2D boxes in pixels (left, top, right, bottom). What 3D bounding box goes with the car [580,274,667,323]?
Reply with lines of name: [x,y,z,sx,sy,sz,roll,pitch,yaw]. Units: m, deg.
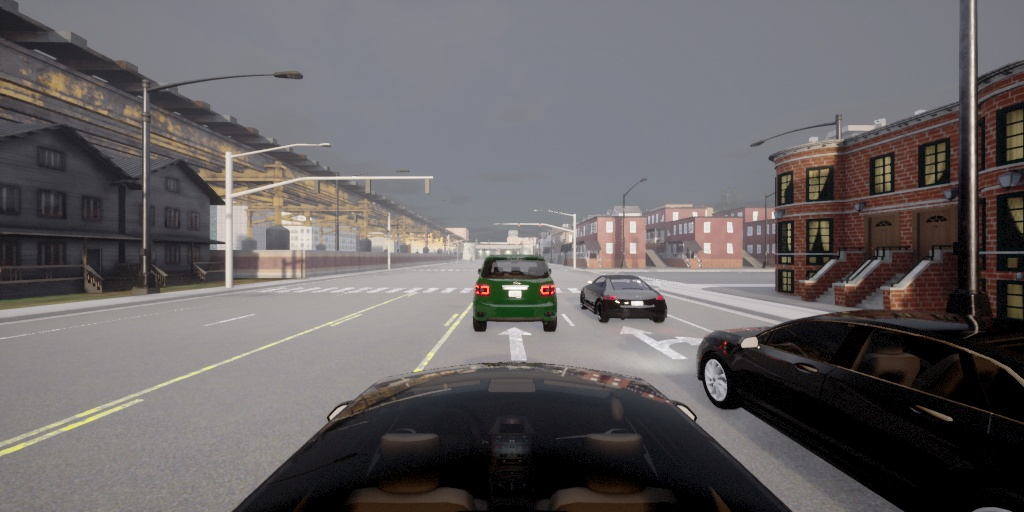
car: [3.582,1.314,12.192,1.994,1.385,4.181,0,0,1]

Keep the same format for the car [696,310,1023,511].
car: [3.599,1.255,3.279,1.837,1.490,4.892,0,0,0]

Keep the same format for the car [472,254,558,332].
car: [0.083,0.971,11.021,2.150,2.045,5.566,0,0,0]
